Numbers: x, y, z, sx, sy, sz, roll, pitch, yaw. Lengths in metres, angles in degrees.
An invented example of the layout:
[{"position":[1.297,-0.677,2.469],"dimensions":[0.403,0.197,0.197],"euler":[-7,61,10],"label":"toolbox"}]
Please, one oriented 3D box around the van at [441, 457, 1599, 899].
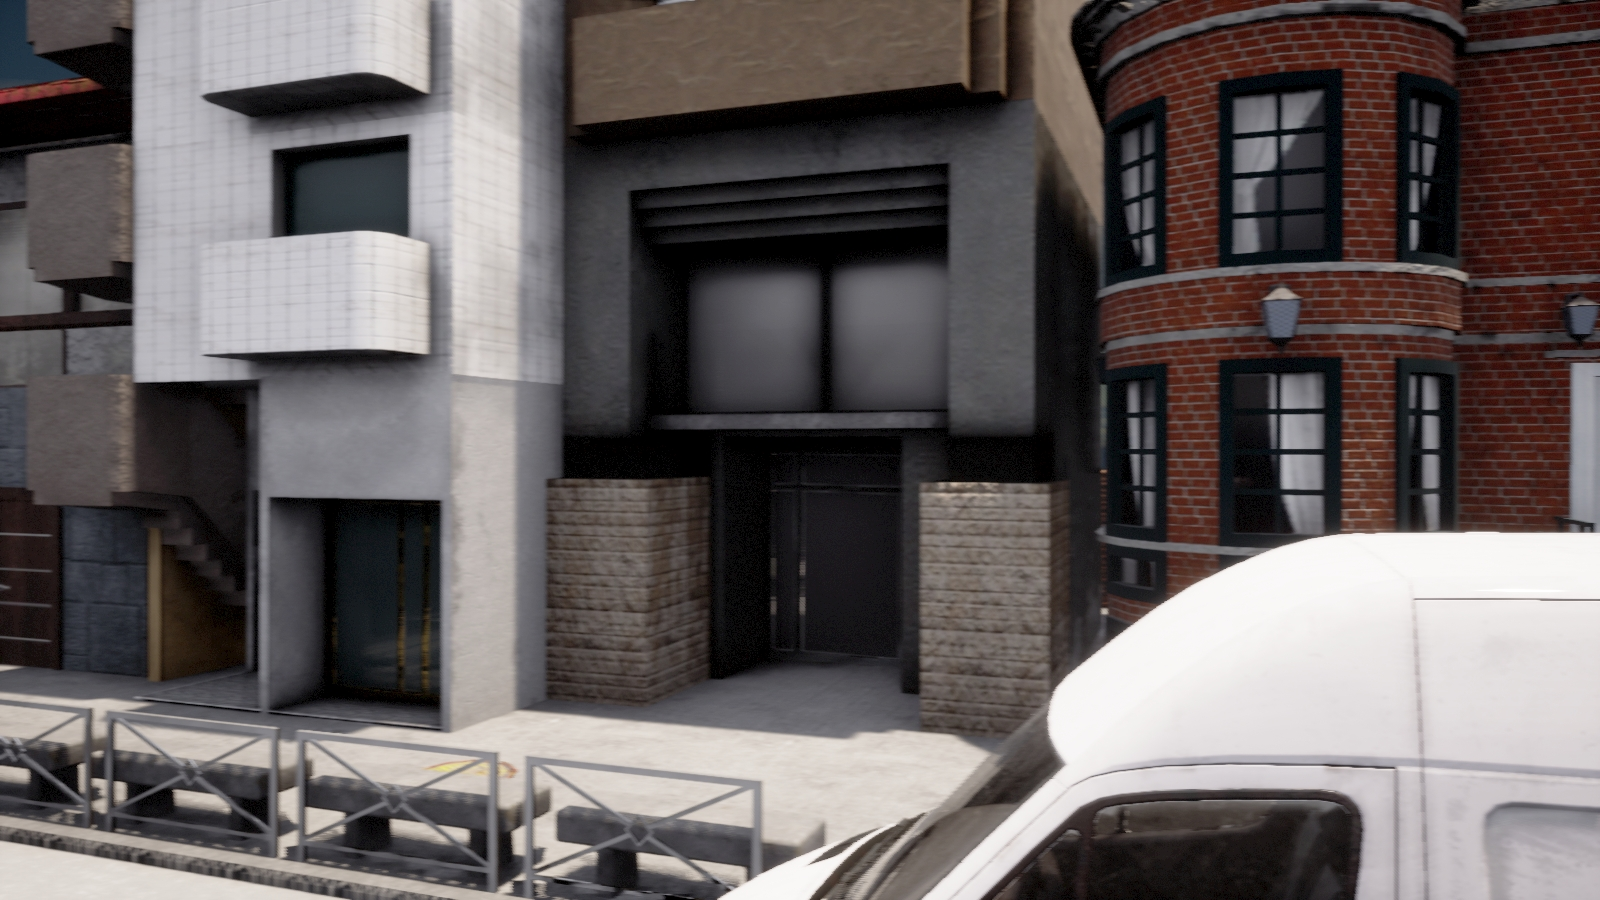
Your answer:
[{"position":[2.136,1.314,3.055],"dimensions":[5.915,2.561,1.988],"euler":[0,0,20],"label":"van"}]
